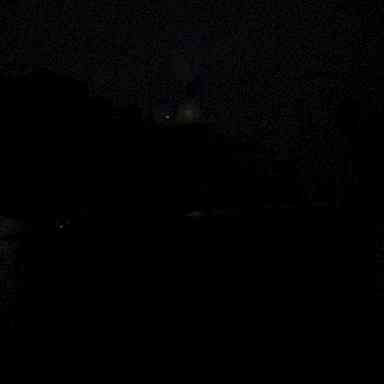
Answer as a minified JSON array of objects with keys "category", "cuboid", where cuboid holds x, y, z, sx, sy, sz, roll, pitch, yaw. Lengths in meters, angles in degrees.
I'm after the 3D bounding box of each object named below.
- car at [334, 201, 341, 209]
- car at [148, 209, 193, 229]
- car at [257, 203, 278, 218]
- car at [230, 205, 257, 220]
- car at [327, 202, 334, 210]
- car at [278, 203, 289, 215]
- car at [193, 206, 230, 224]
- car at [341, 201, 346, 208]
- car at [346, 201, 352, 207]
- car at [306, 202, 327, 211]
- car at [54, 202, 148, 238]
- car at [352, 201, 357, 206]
[{"category":"car","cuboid":[26.178,2.489,62.890,1.947,1.339,4.313,-1,-1,35]},{"category":"car","cuboid":[-2.037,1.821,23.291,1.802,1.307,4.206,-1,-1,35]},{"category":"car","cuboid":[7.368,2.034,36.491,1.947,1.339,4.313,-1,-1,35]},{"category":"car","cuboid":[4.233,1.958,32.091,1.947,1.339,4.313,-1,-1,35]},{"category":"car","cuboid":[22.945,2.371,58.353,1.752,1.417,4.829,-1,-1,35]},{"category":"car","cuboid":[10.503,2.096,40.891,2.008,1.369,4.403,-1,-1,35]},{"category":"car","cuboid":[0.999,1.838,27.553,1.752,1.417,4.829,-1,-1,35]},{"category":"car","cuboid":[29.313,2.580,67.290,1.802,1.307,4.206,-1,-1,35]},{"category":"car","cuboid":[32.448,2.640,71.690,1.947,1.339,4.313,-1,-1,35]},{"category":"car","cuboid":[19.908,2.323,54.091,2.008,1.369,4.403,-1,-1,35]},{"category":"car","cuboid":[-5.172,1.477,18.896,2.192,1.841,5.009,-1,-1,35]},{"category":"car","cuboid":[38.717,2.793,80.489,1.947,1.339,4.313,-1,-1,35]}]
